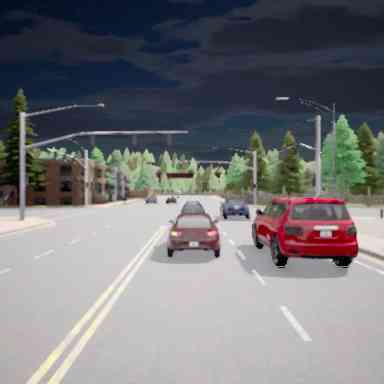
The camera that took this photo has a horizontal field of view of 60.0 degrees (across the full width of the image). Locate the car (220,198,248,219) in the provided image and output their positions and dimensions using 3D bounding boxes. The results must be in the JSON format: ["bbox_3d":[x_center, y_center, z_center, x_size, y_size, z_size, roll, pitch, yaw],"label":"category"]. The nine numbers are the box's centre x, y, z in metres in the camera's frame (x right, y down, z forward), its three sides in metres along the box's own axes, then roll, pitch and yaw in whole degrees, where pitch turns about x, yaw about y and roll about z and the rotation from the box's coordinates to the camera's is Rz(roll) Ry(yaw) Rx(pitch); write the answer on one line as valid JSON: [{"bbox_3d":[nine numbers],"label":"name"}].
[{"bbox_3d":[3.565,1.284,28.520,2.097,1.767,4.553,0,0,0],"label":"car"}]

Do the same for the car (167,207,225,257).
[{"bbox_3d":[0.062,1.497,12.759,1.812,1.442,4.674,0,-1,0],"label":"car"}]

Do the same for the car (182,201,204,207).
[{"bbox_3d":[0.071,1.495,29.504,1.994,1.385,4.181,0,0,0],"label":"car"}]

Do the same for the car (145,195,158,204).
[{"bbox_3d":[-7.052,1.369,58.100,1.837,1.490,4.892,0,0,0],"label":"car"}]

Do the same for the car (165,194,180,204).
[{"bbox_3d":[-3.552,1.465,57.851,1.895,1.301,4.718,0,0,0],"label":"car"}]

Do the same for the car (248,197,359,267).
[{"bbox_3d":[3.551,1.194,11.439,2.150,2.045,5.566,0,0,1],"label":"car"}]
